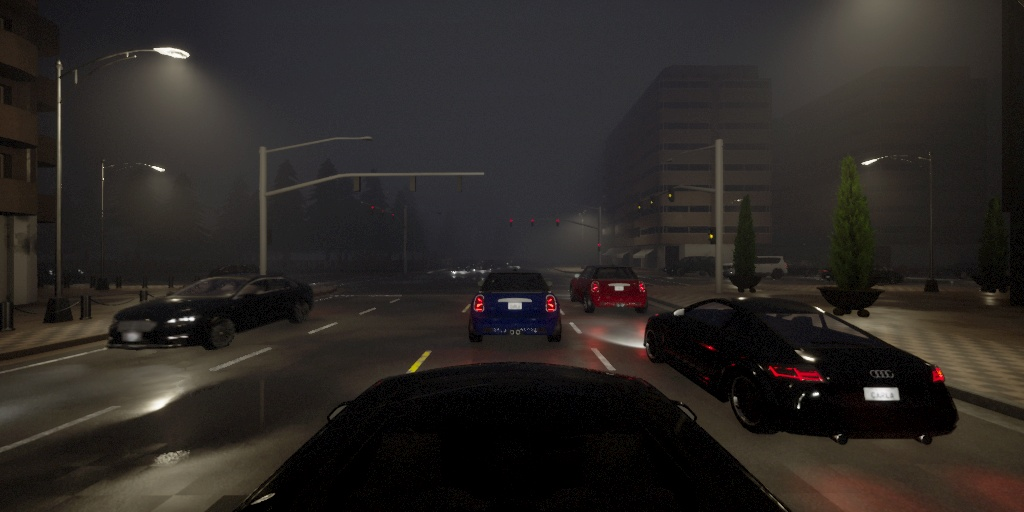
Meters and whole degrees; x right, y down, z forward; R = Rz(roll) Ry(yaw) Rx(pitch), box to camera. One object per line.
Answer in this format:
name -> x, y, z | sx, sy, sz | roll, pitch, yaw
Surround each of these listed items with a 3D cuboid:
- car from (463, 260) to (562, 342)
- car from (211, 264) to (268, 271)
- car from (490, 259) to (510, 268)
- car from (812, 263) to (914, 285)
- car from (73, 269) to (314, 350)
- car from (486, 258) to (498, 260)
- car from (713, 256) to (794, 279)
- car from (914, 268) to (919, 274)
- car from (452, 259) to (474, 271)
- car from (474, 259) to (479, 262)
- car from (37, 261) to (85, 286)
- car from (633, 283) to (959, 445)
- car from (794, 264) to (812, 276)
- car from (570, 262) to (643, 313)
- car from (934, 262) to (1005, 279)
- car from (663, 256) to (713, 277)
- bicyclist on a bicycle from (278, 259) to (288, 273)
car -> 0.082, 1.105, 9.918 | 2.097, 1.767, 4.553 | 0, 0, 0
car -> -18.824, 1.316, 25.671 | 4.892, 1.490, 1.837 | 1, 0, 0
car -> -2.028, 1.316, 62.035 | 2.033, 1.411, 5.357 | 0, 0, 14
car -> 25.188, 1.304, 25.844 | 4.902, 1.511, 2.128 | 0, 0, 0
car -> -7.058, 1.244, 9.129 | 2.128, 1.511, 4.902 | 0, 0, 0
car -> -3.223, 1.270, 52.327 | 1.837, 1.490, 4.892 | 0, 0, 3
car -> 22.166, 1.037, 33.033 | 5.566, 2.045, 2.150 | 0, 0, 0
car -> 38.224, 1.417, 36.586 | 4.718, 1.301, 1.895 | 0, 0, 0
car -> -6.864, 1.328, 48.663 | 1.994, 1.385, 4.181 | 0, 0, 2
car -> -6.251, 1.272, 57.551 | 1.837, 1.490, 4.892 | 0, 0, 7
car -> -33.642, 1.163, 25.616 | 4.553, 1.767, 2.097 | 0, 0, 0
car -> 3.606, 1.315, 5.505 | 1.994, 1.385, 4.181 | 0, 0, 0
car -> 28.178, 1.417, 36.555 | 4.718, 1.301, 1.895 | 0, 0, 0
car -> 3.605, 1.106, 14.146 | 2.097, 1.767, 4.553 | 0, 0, 0
car -> 42.127, 1.293, 33.090 | 5.008, 1.535, 1.882 | 0, 0, 0
car -> 18.418, 1.038, 36.517 | 5.566, 2.045, 2.150 | 0, 0, 0
bicyclist on a bicycle -> -25.615, 1.118, 40.127 | 0.582, 1.620, 1.656 | 0, 0, 0
